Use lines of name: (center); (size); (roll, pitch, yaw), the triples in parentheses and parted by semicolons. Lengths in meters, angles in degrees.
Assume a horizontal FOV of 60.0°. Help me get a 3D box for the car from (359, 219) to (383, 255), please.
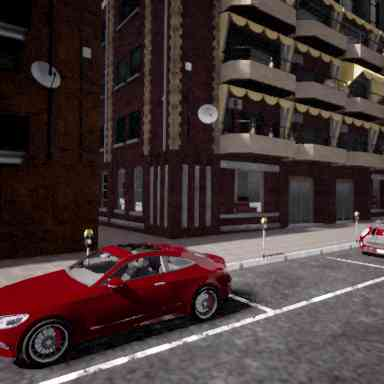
car: (7.907, 1.442, 12.190); (4.097, 1.590, 1.967); (0, 1, -35)

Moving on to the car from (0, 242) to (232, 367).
car: (-1.160, 1.581, 5.719); (4.206, 1.307, 1.802); (0, 1, -35)
